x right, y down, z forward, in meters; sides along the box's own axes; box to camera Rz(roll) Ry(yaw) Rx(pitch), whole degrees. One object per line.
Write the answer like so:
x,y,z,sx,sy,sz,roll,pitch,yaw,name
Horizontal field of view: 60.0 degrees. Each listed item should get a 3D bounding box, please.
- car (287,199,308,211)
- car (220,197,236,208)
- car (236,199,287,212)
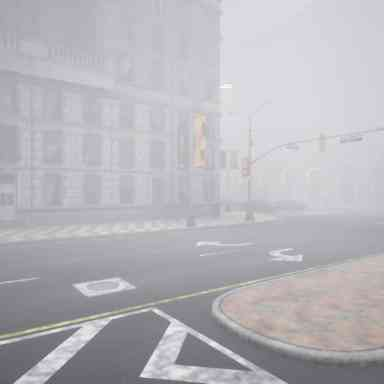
11.718,1.564,39.946,1.994,1.385,4.181,0,0,-38,car
5.294,1.526,48.697,1.812,1.442,4.674,0,0,-36,car
8.007,1.547,38.906,2.033,1.411,5.357,0,0,-36,car
